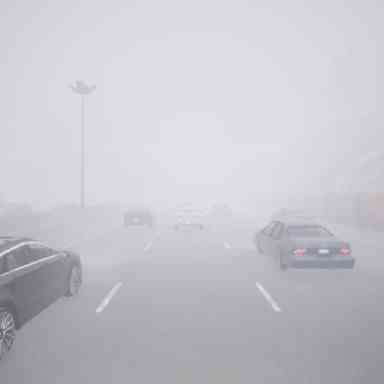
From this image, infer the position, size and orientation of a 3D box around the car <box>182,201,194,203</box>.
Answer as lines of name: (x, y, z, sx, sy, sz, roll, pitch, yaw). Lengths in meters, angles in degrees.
car: (-0.484, 1.840, 39.621, 1.882, 1.535, 5.008, 0, 0, -1)

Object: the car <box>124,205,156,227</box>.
car: (-3.746, 1.702, 24.511, 1.882, 1.535, 5.008, 0, -1, -1)

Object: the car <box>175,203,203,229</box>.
car: (-0.238, 1.737, 23.133, 1.812, 1.442, 4.674, 0, 0, -1)

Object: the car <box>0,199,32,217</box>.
car: (-18.089, 1.803, 33.813, 2.128, 1.511, 4.902, 0, -1, -1)

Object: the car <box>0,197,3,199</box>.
car: (-21.601, 1.540, 34.459, 2.150, 2.045, 5.566, 0, -1, -1)

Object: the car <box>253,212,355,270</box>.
car: (3.461, 1.651, 11.350, 2.033, 1.411, 5.357, 0, -1, -1)

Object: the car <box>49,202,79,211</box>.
car: (-14.655, 1.901, 38.440, 2.033, 1.411, 5.357, 0, -1, -1)

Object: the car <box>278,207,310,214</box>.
car: (6.785, 1.754, 22.654, 2.033, 1.411, 5.357, 0, -1, -1)

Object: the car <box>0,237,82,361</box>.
car: (-3.472, 1.547, 5.876, 2.128, 1.511, 4.902, 0, -1, -1)

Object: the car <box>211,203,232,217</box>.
car: (3.085, 1.869, 35.277, 2.033, 1.411, 5.357, 0, -1, -1)
